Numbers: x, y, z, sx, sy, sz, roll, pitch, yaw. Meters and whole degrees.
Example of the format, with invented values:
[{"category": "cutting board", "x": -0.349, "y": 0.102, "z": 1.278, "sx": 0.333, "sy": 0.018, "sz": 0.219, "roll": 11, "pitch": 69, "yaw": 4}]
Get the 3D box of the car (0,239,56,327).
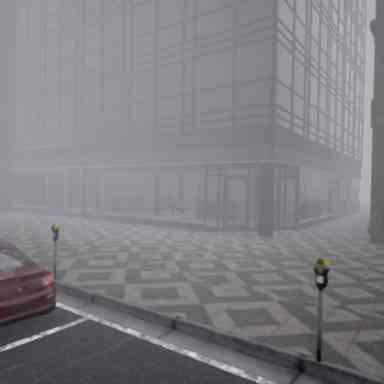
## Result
[{"category": "car", "x": -4.078, "y": 1.448, "z": 5.879, "sx": 4.206, "sy": 1.307, "sz": 1.802, "roll": 1, "pitch": 1, "yaw": 36}]
